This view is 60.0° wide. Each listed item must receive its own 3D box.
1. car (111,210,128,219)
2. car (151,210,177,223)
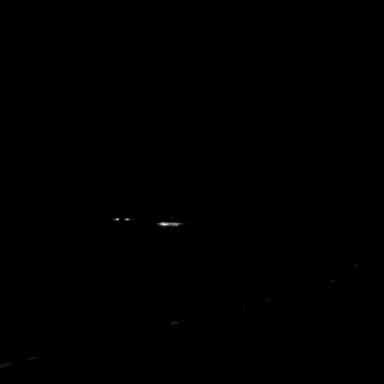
[{"bbox_3d":[-12.950,3.954,59.228,1.882,1.535,5.008,1,-4,-29],"label":"car"},{"bbox_3d":[-3.614,3.063,42.168,1.837,1.490,4.892,1,-3,-29],"label":"car"}]
